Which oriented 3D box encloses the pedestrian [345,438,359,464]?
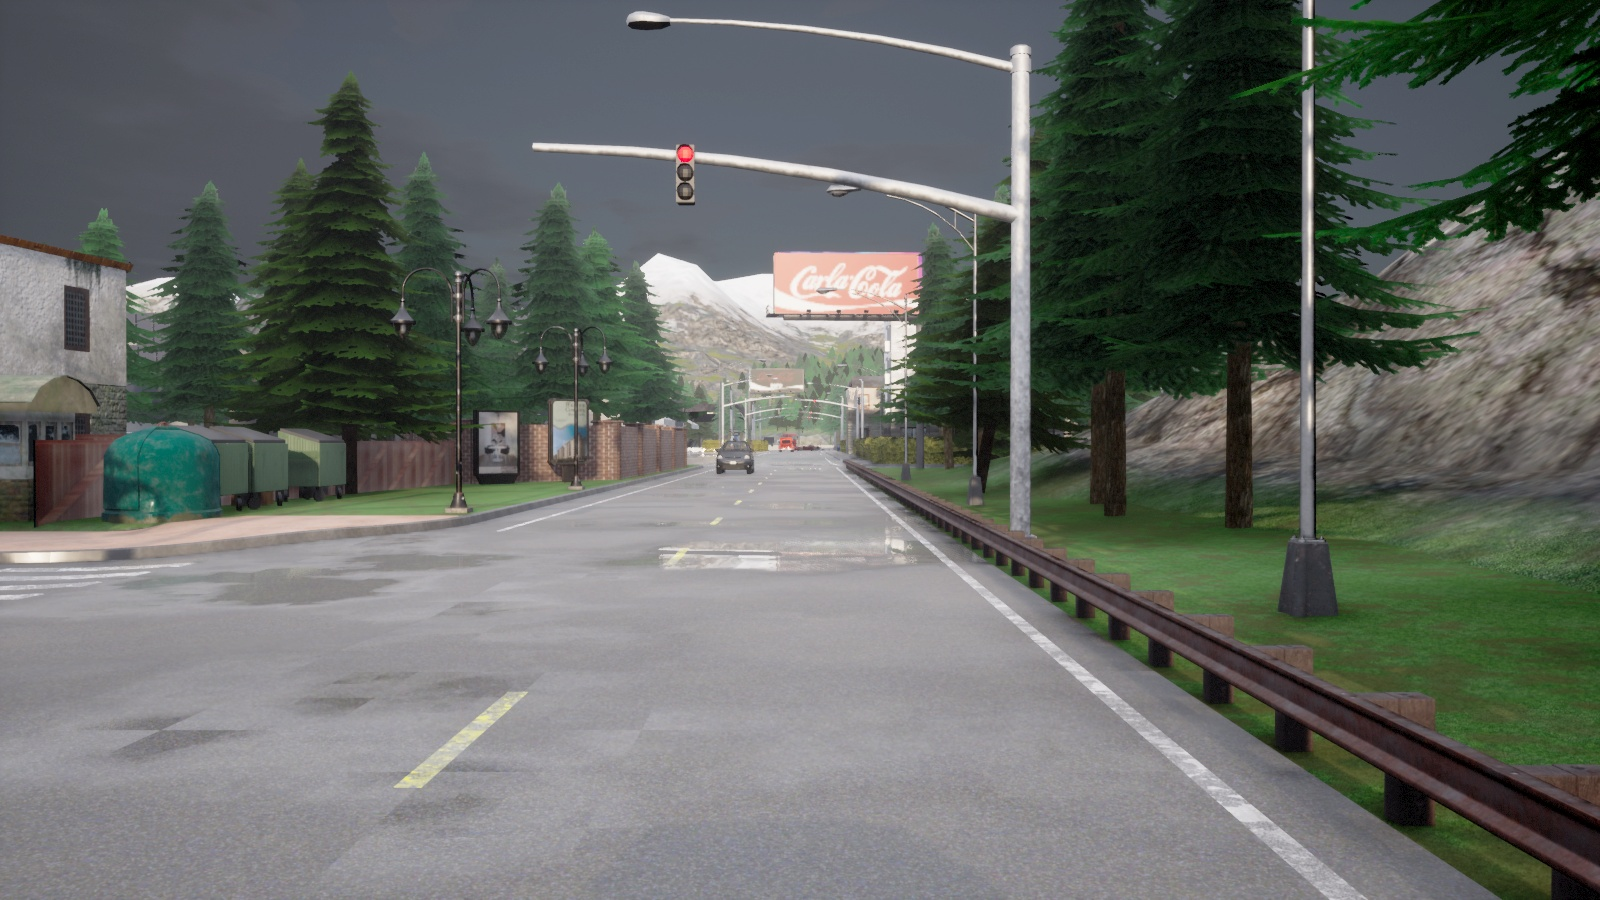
[{"bbox_3d":[-32.104,0.050,90.009,0.849,1.883,0.563,0,0,0],"label":"pedestrian"}]

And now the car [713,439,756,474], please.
[{"bbox_3d":[-3.135,0.298,60.892,1.851,1.617,3.988,0,0,0],"label":"car"}]
